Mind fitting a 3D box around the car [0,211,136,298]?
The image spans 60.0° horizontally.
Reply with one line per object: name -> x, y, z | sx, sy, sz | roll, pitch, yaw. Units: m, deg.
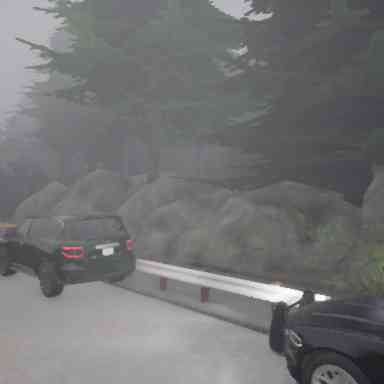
car -> -3.969, 1.599, 9.988 | 5.566, 2.045, 2.150 | -2, -1, 44

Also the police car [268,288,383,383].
police car -> 3.246, 1.623, 3.173 | 5.238, 1.638, 1.930 | -1, 0, 44
